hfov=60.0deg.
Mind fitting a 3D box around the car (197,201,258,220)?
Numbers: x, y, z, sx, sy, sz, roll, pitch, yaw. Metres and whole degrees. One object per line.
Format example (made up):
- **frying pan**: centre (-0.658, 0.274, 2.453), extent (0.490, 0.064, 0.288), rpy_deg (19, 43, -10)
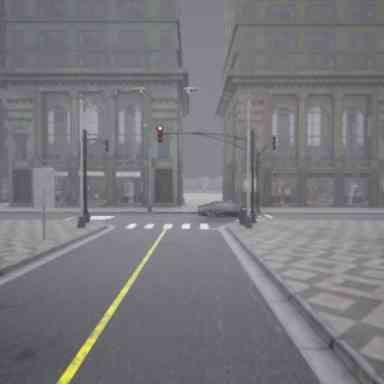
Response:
- **car**: centre (2.713, 1.407, 25.557), extent (4.674, 1.442, 1.812), rpy_deg (0, 1, 0)
